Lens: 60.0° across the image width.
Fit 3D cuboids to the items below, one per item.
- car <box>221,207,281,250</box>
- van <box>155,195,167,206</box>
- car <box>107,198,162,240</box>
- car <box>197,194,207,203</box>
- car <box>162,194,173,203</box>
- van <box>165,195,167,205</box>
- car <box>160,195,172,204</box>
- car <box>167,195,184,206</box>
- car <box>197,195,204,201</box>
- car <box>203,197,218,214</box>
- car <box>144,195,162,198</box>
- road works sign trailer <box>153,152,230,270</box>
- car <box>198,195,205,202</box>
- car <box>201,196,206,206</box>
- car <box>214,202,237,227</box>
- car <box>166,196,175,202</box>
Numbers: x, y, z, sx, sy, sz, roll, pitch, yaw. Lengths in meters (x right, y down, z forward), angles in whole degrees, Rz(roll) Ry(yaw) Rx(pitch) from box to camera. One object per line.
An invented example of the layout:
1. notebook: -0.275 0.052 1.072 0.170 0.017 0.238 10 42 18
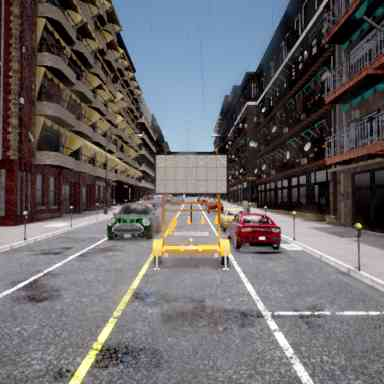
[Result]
1. car: 2.557 1.561 14.366 1.887 1.381 4.507 1 0 0
2. van: -5.409 1.475 58.658 1.690 1.788 3.998 1 0 0
3. car: -2.884 1.373 17.082 2.097 1.767 4.553 0 0 0
4. car: 2.392 1.544 80.736 2.192 1.841 5.009 1 0 0
5. car: -5.442 1.518 75.248 2.192 1.841 5.009 1 0 0
6. van: -5.397 1.454 53.126 1.690 1.788 3.998 2 0 0
7. car: -5.431 1.494 69.719 2.192 1.841 5.009 1 0 0
8. car: -2.950 1.678 58.081 2.033 1.411 5.357 0 0 0
9. car: 2.366 1.726 91.799 1.967 1.590 4.097 1 0 0
10. car: 2.512 1.609 36.488 1.887 1.381 4.507 1 0 0
11. car: -5.374 1.394 42.067 2.192 1.841 5.009 2 0 0
12. road works sign trailer: -0.022 0.475 11.027 2.380 3.560 2.880 0 0 0
13. car: 2.467 1.678 58.612 1.887 1.381 4.507 1 0 0
14. car: 2.500 1.629 42.020 2.008 1.369 4.403 1 0 0
15. car: 2.546 1.551 20.068 1.752 1.417 4.829 1 0 0
16. car: -5.471 1.822 86.310 1.947 1.339 4.313 1 0 0
